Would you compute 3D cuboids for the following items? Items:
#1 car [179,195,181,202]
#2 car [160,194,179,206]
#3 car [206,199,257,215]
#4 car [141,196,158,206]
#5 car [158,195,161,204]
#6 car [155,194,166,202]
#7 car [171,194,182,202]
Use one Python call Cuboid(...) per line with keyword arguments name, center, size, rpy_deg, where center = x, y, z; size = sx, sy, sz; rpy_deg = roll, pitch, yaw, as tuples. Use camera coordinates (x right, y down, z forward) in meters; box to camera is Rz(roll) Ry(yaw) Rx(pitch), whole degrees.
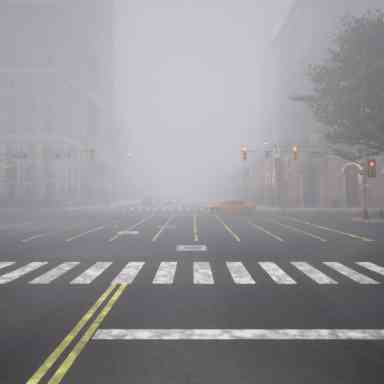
Cuboid(name="car", center=(-3.619, 1.601, 65.098), size=(1.895, 1.301, 4.718), rpy_deg=(0, 0, 1))
Cuboid(name="car", center=(-3.683, 1.478, 55.423), size=(1.882, 1.535, 5.008), rpy_deg=(0, 0, 0))
Cuboid(name="car", center=(3.853, 1.477, 32.945), size=(5.008, 1.535, 1.882), rpy_deg=(0, 0, 0))
Cuboid(name="car", center=(-7.183, 1.505, 55.182), size=(1.837, 1.490, 4.892), rpy_deg=(0, 0, 0))
Cuboid(name="car", center=(-7.130, 1.478, 64.526), size=(1.882, 1.535, 5.008), rpy_deg=(0, 0, 1))
Cuboid(name="car", center=(-6.995, 1.355, 74.800), size=(2.097, 1.767, 4.553), rpy_deg=(0, 0, 0))
Cuboid(name="car", center=(-3.493, 1.355, 75.053), size=(2.097, 1.767, 4.553), rpy_deg=(0, 0, 0))
